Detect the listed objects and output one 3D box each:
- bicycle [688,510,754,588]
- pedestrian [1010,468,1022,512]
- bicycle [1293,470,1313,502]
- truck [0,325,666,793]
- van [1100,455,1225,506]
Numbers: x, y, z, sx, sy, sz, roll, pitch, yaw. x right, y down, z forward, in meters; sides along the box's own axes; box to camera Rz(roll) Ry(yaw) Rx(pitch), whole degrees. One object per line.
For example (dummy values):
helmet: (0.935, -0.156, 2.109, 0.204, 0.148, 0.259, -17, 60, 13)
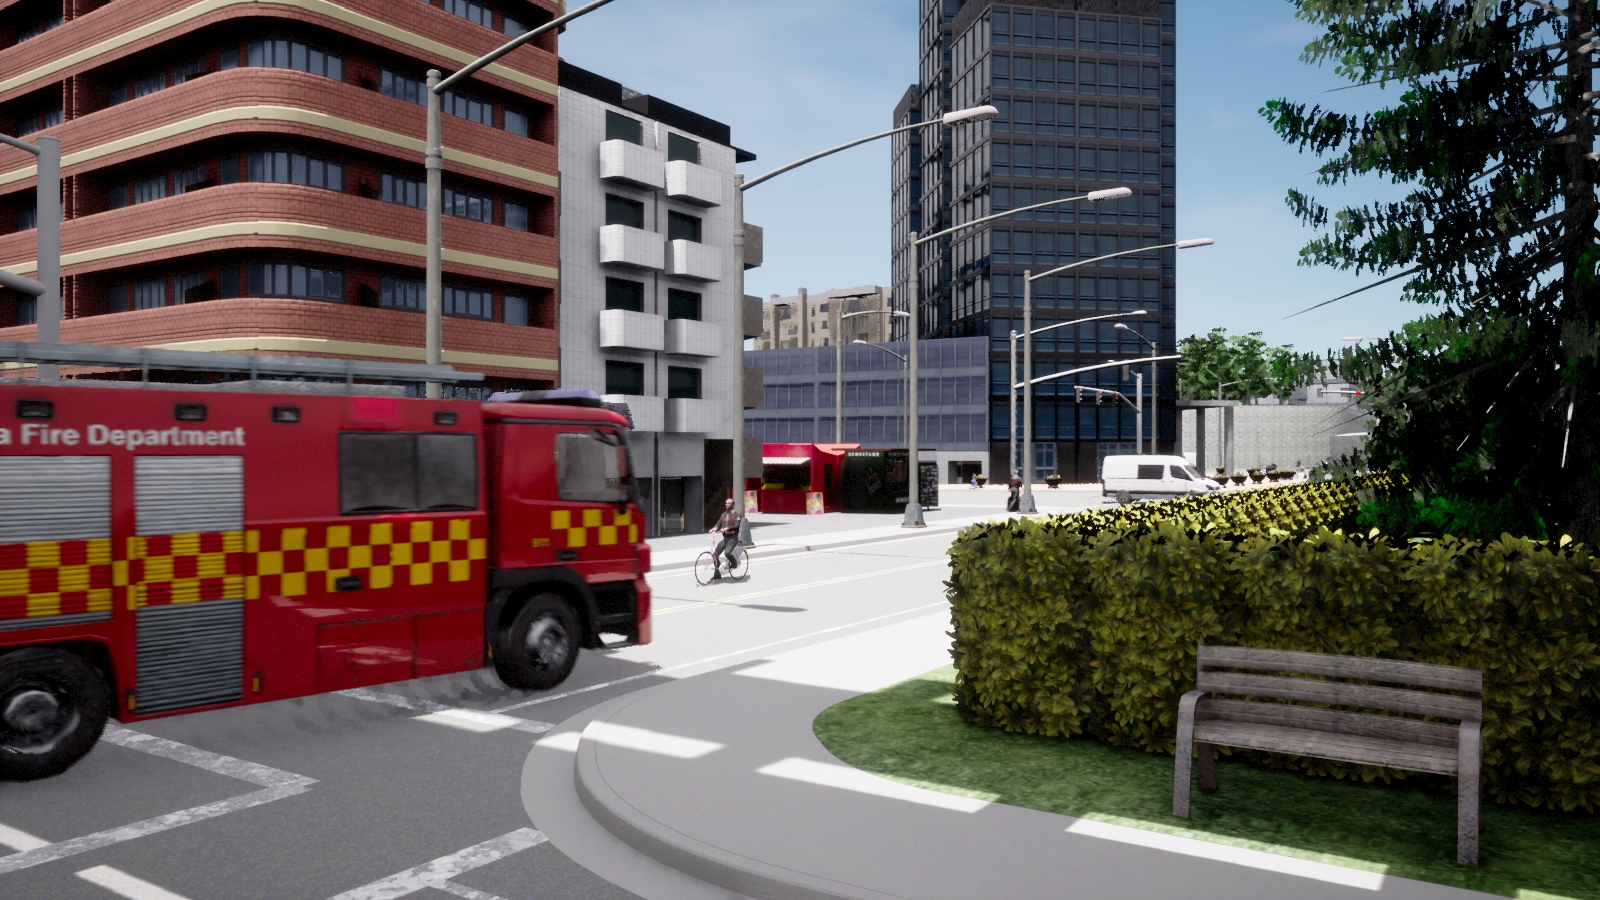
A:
bicycle: (-1.641, 2.048, 23.979, 0.329, 1.496, 1.835, 0, 0, 34)
pedestrian: (9.250, 1.703, 48.874, 0.375, 1.860, 0.375, 0, 0, 41)
bicycle: (27.831, 1.965, 63.165, 1.643, 1.717, 0.373, 0, -1, -43)
truck: (-5.668, 0.890, 12.272, 2.891, 3.827, 8.468, 0, 0, 44)
van: (18.914, 1.570, 59.738, 5.915, 2.561, 1.988, 0, 0, 33)
